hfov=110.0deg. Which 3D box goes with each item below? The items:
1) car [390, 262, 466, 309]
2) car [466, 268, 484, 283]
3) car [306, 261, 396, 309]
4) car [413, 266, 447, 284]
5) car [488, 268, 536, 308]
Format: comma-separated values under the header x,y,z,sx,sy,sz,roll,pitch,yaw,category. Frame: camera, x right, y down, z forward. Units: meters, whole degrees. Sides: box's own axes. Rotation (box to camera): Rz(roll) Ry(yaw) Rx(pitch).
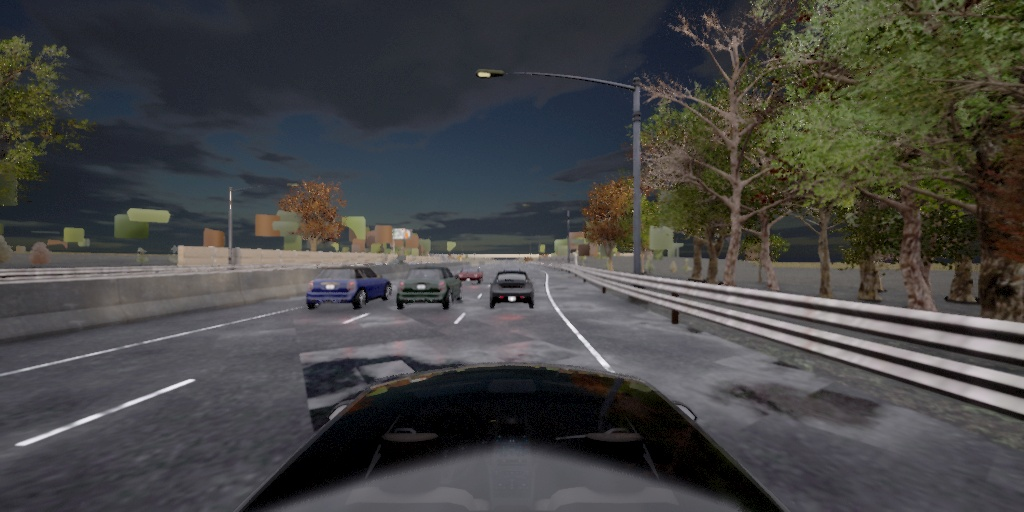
x,y,z,sx,sy,sz,roll,pitch,yaw,category
-3.498,1.239,15.935,2.097,1.767,4.553,0,-1,0,car
-3.502,1.643,30.964,1.895,1.301,4.718,0,-1,0,car
-6.999,1.239,15.932,2.097,1.767,4.553,0,-1,0,car
-7.001,1.609,31.178,1.994,1.385,4.181,0,-1,0,car
0.002,1.398,16.151,1.837,1.490,4.892,0,0,0,car
